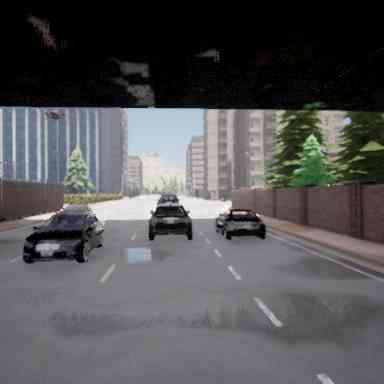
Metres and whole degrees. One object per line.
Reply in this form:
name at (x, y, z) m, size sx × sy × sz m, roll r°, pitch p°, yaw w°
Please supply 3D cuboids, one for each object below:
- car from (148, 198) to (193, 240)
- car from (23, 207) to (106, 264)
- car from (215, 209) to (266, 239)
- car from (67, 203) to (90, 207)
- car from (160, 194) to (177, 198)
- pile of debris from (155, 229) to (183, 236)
car at (-1.127, 1.370, 17.394) m, size 2.097 × 1.767 × 4.553 m, roll 0°, pitch 0°, yaw -4°
car at (-4.410, 1.531, 12.121) m, size 2.128 × 1.511 × 4.902 m, roll 0°, pitch 0°, yaw -4°
car at (2.397, 1.554, 17.235) m, size 1.994 × 1.385 × 4.181 m, roll 0°, pitch 0°, yaw -4°
car at (-8.974, 1.607, 26.098) m, size 1.812 × 1.442 × 4.674 m, roll 0°, pitch 0°, yaw -4°
car at (-2.365, 1.257, 33.705) m, size 2.150 × 2.045 × 5.566 m, roll 0°, pitch 0°, yaw -4°
pile of debris at (-1.273, 2.195, 18.315) m, size 1.500 × 0.140 × 1.860 m, roll 0°, pitch 0°, yaw -4°
